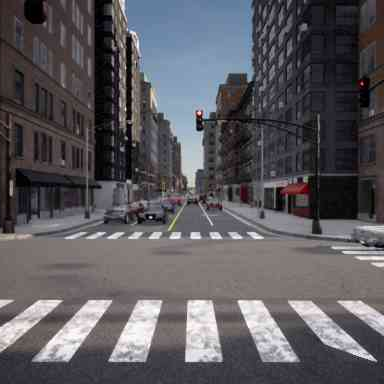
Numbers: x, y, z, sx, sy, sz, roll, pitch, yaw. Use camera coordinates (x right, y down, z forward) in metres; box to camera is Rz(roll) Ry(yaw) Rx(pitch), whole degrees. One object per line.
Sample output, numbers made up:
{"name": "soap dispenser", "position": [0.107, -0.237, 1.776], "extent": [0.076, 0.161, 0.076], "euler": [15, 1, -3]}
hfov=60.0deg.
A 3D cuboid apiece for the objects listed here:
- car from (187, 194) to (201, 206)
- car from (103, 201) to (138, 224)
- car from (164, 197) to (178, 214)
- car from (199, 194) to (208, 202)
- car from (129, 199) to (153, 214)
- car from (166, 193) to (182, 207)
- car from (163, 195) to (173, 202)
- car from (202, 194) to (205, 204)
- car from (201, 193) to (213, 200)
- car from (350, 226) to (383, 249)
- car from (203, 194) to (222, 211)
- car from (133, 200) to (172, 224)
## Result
{"name": "car", "position": [0.102, 1.489, 54.960], "extent": [1.837, 1.490, 4.892], "euler": [0, 0, 0]}
{"name": "car", "position": [-5.365, 1.548, 24.838], "extent": [2.008, 1.369, 4.403], "euler": [0, 0, 0]}
{"name": "car", "position": [-2.815, 1.558, 34.785], "extent": [1.994, 1.385, 4.181], "euler": [0, 0, 0]}
{"name": "car", "position": [2.709, 1.290, 79.366], "extent": [2.192, 1.841, 5.009], "euler": [0, 0, 0]}
{"name": "car", "position": [-5.355, 1.520, 35.576], "extent": [1.752, 1.417, 4.829], "euler": [0, 0, 0]}
{"name": "car", "position": [-2.774, 1.209, 51.116], "extent": [2.150, 2.045, 5.566], "euler": [0, 0, 0]}
{"name": "car", "position": [-5.320, 1.501, 73.753], "extent": [1.752, 1.417, 4.829], "euler": [0, 0, 0]}
{"name": "car", "position": [3.071, 1.489, 54.871], "extent": [1.837, 1.490, 4.892], "euler": [0, 0, 0]}
{"name": "car", "position": [3.038, 1.209, 61.901], "extent": [2.150, 2.045, 5.566], "euler": [0, 0, 0]}
{"name": "car", "position": [8.839, 1.647, 12.944], "extent": [4.718, 1.301, 1.895], "euler": [0, 0, 0]}
{"name": "car", "position": [2.676, 1.432, 41.185], "extent": [1.967, 1.590, 4.097], "euler": [0, 0, 0]}
{"name": "car", "position": [-2.826, 1.561, 24.803], "extent": [1.994, 1.385, 4.181], "euler": [0, 0, 0]}
